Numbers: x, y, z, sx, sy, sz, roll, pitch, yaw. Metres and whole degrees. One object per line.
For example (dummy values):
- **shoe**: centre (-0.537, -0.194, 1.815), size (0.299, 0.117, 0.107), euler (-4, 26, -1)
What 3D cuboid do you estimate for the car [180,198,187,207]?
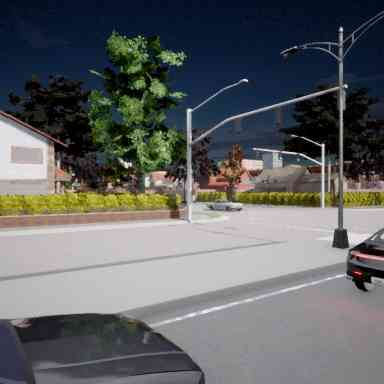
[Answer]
- **car**: centre (-2.103, 1.483, 46.613), size (1.895, 1.301, 4.718), euler (0, 0, -36)

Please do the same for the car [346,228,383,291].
- **car**: centre (5.524, 1.474, 7.671), size (4.902, 1.511, 2.128), euler (0, 0, -35)

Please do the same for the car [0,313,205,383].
- **car**: centre (-2.418, 1.543, 2.021), size (5.357, 1.411, 2.033), euler (0, 0, -36)

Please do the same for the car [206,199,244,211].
- **car**: centre (3.780, 1.505, 38.442), size (1.895, 1.301, 4.718), euler (0, 0, -36)
